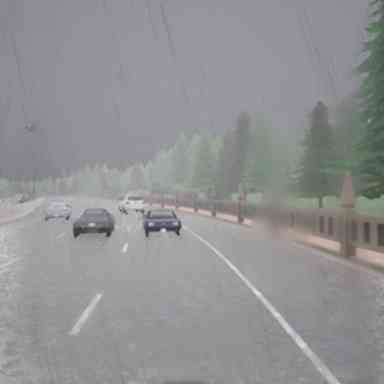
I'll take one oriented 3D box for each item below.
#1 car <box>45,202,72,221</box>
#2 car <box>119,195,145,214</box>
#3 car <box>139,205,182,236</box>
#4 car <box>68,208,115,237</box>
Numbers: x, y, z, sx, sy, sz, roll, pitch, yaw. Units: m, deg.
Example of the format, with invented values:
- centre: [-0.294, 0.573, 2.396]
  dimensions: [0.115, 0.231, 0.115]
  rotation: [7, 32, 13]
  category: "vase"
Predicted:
- centre: [-11.388, 1.619, 28.506]
  dimensions: [1.812, 1.442, 4.674]
  rotation: [0, 0, -17]
  category: "car"
- centre: [-6.678, 1.309, 36.663]
  dimensions: [2.150, 2.045, 5.566]
  rotation: [0, 0, -20]
  category: "car"
- centre: [-1.835, 1.640, 18.866]
  dimensions: [1.895, 1.301, 4.718]
  rotation: [0, 0, -10]
  category: "car"
- centre: [-5.416, 1.617, 18.723]
  dimensions: [1.994, 1.385, 4.181]
  rotation: [0, 0, -11]
  category: "car"
